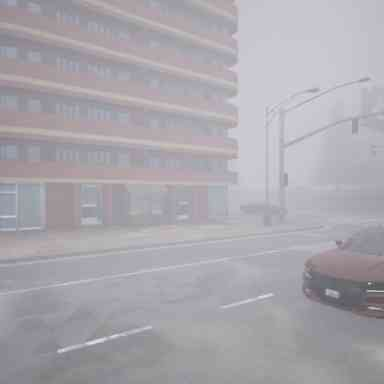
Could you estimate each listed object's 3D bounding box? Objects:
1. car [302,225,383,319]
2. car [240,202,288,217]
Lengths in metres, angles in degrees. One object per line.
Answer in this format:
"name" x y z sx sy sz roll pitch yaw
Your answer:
"car" 4.447 1.477 7.210 5.008 1.535 1.882 0 0 -36
"car" 6.899 1.601 32.083 1.895 1.301 4.718 0 0 -36
